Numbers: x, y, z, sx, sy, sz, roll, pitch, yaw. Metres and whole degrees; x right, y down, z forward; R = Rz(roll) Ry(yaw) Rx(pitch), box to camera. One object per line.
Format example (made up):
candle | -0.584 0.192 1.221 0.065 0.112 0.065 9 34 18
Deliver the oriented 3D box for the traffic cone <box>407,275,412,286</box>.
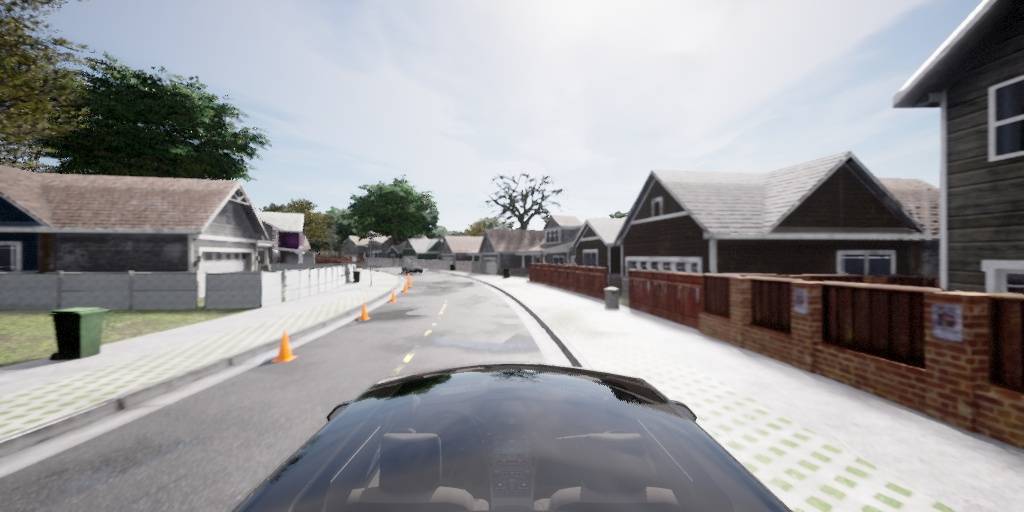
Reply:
traffic cone | -7.538 1.923 26.500 0.340 0.580 0.340 0 0 -14

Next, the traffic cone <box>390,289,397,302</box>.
traffic cone | -5.604 1.867 16.929 0.340 0.580 0.340 0 0 -9

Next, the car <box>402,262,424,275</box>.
car | -12.846 1.589 46.121 1.837 1.490 4.892 0 -1 -31

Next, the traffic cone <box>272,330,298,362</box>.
traffic cone | -4.570 1.785 7.219 0.340 0.580 0.340 0 0 -3

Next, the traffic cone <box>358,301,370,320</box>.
traffic cone | -4.974 1.830 12.086 0.340 0.580 0.340 0 0 -6

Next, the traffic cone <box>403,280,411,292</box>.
traffic cone | -6.459 1.896 21.737 0.340 0.580 0.340 0 0 -11
